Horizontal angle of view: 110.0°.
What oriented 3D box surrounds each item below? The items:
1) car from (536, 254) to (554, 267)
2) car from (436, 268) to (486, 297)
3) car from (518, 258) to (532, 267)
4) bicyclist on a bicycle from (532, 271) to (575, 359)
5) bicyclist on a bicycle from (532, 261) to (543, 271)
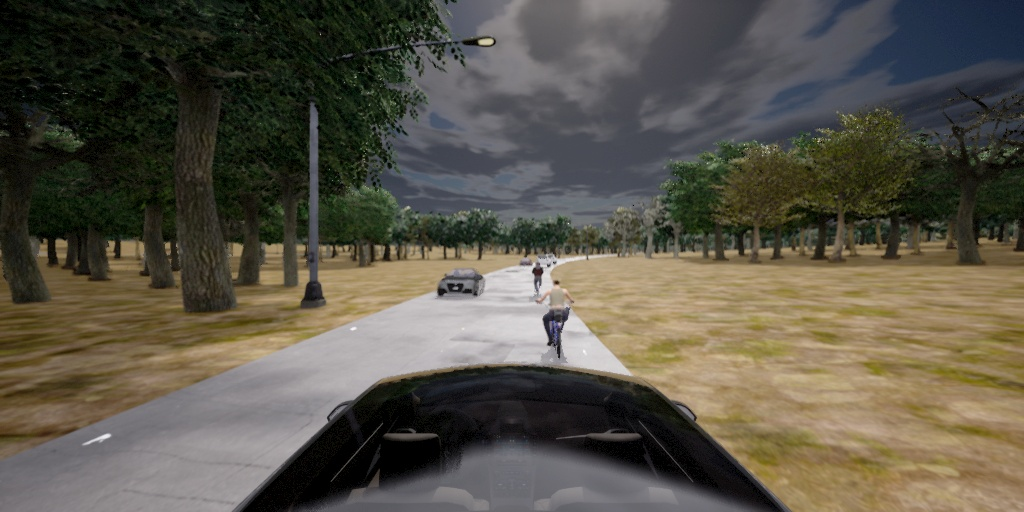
[{"bbox_3d":[5.285,0.799,59.801,2.150,2.045,5.566,0,0,10],"label":"car"},{"bbox_3d":[-2.567,1.333,18.919,1.994,1.385,4.181,0,0,3],"label":"car"},{"bbox_3d":[2.426,1.075,61.875,1.812,1.442,4.674,0,0,10],"label":"car"},{"bbox_3d":[0.922,1.203,7.514,0.866,1.612,1.509,0,0,1],"label":"bicyclist on a bicycle"},{"bbox_3d":[1.309,1.147,18.145,0.659,1.776,1.843,0,0,3],"label":"bicyclist on a bicycle"}]
